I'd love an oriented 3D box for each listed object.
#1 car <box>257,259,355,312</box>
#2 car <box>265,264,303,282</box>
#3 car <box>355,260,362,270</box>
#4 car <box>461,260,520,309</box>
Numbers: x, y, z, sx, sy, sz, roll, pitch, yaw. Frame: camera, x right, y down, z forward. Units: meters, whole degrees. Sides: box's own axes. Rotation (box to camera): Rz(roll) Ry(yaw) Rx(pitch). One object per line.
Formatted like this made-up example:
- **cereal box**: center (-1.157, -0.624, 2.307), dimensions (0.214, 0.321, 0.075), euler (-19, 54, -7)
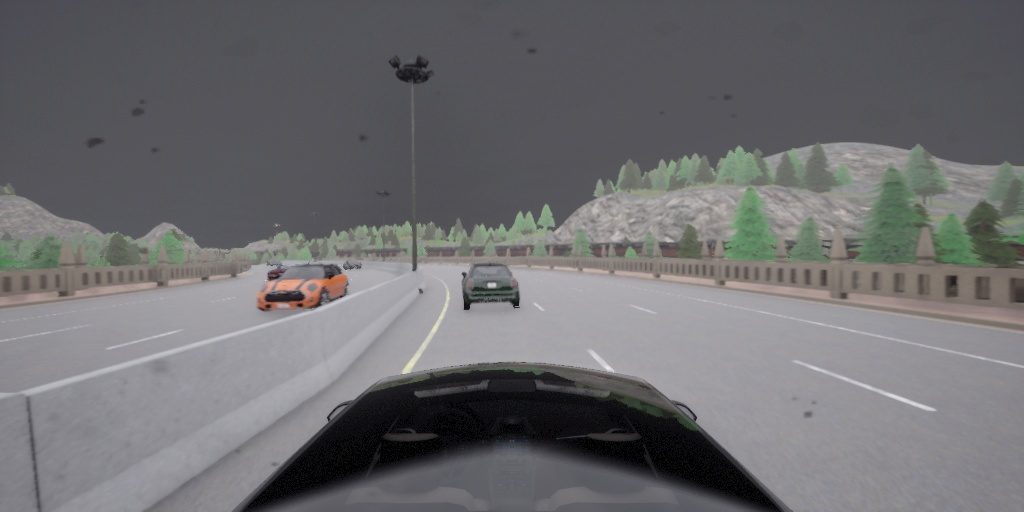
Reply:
- **car**: center (-8.219, 1.126, 14.564), dimensions (2.097, 1.767, 4.553), euler (-1, 0, -9)
- **car**: center (-19.689, 1.452, 31.216), dimensions (1.895, 1.301, 4.718), euler (-1, 0, -21)
- **car**: center (-24.084, 1.306, 54.284), dimensions (1.837, 1.490, 4.892), euler (-1, 0, -35)
- **car**: center (-0.997, 1.045, 14.815), dimensions (2.097, 1.767, 4.553), euler (-1, 0, -8)
